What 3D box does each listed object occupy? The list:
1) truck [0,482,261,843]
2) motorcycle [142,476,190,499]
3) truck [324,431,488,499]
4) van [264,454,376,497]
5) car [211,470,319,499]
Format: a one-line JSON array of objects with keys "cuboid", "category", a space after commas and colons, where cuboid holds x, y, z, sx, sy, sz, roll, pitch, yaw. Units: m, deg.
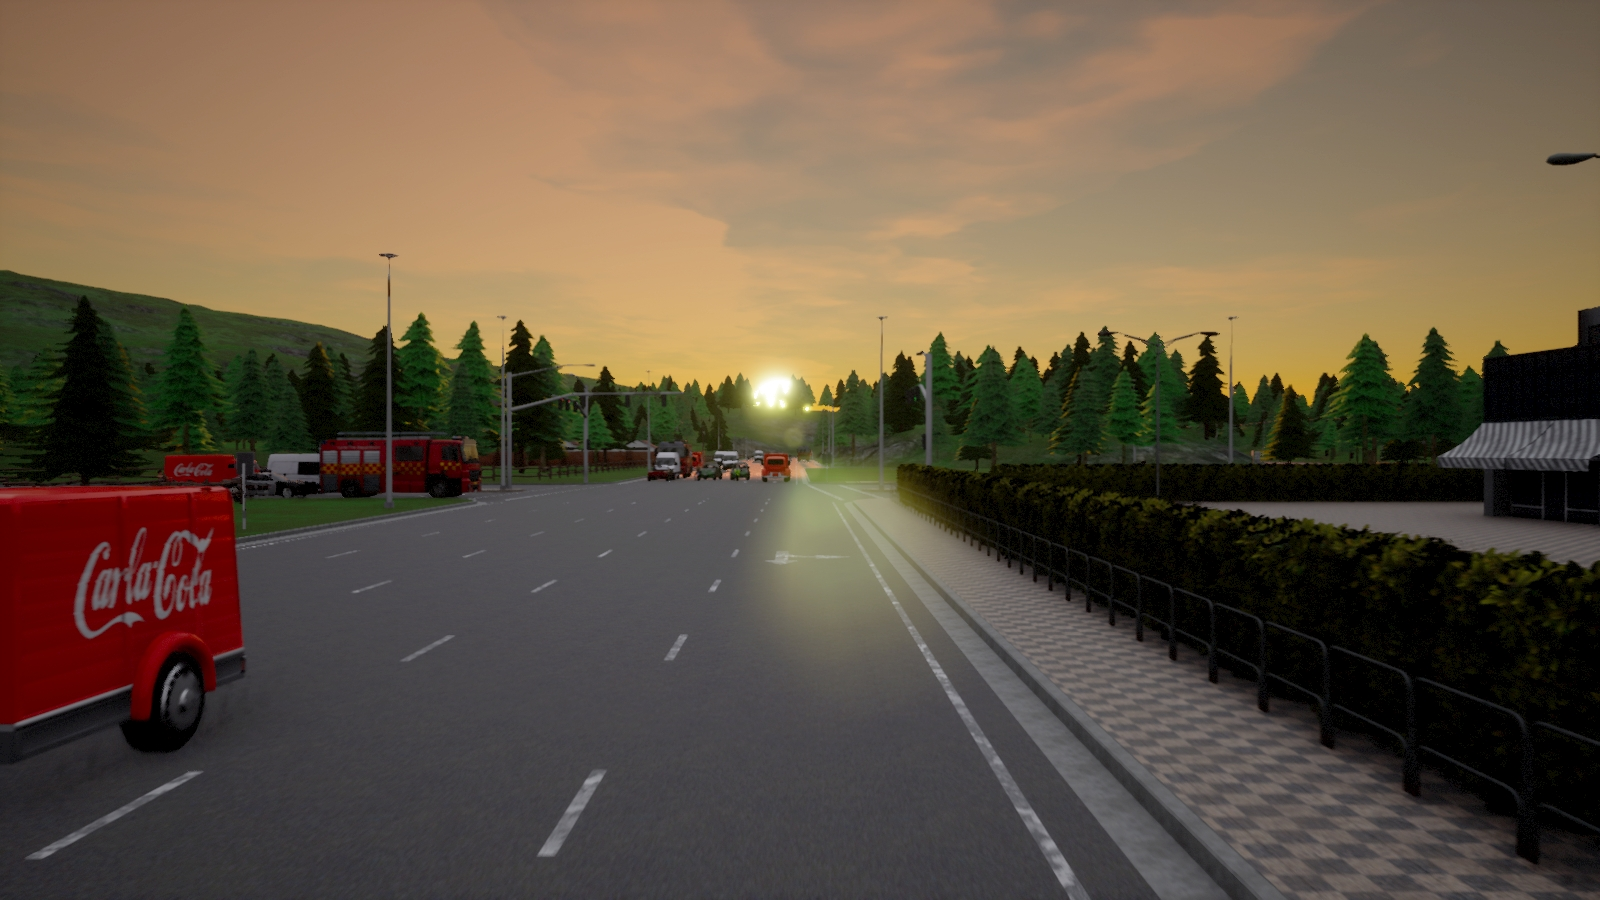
[{"cuboid": [-7.002, 1.568, 9.451, 2.627, 2.467, 5.204, 0, 0, 0], "category": "truck"}, {"cuboid": [-36.366, 2.139, 65.545, 2.356, 1.307, 0.764, 0, 0, -1], "category": "motorcycle"}, {"cuboid": [-22.605, 0.875, 65.881, 8.468, 3.827, 2.891, 0, 0, 1], "category": "truck"}, {"cuboid": [-29.000, 1.518, 69.141, 5.915, 2.561, 1.988, 0, 0, -1], "category": "van"}, {"cuboid": [-30.666, 1.966, 65.556, 5.238, 1.638, 2.097, 0, 0, 0], "category": "car"}]
